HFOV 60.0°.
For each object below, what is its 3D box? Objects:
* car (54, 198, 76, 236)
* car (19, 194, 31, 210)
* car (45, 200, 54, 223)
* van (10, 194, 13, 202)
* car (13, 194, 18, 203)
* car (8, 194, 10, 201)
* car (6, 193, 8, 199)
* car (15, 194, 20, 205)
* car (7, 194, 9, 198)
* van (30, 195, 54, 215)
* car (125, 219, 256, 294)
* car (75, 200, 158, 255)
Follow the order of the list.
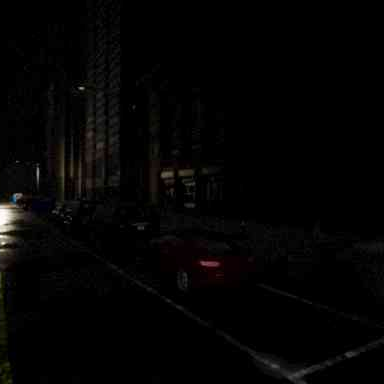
[{"bbox_3d":[-5.876,1.316,18.359,2.192,1.841,5.009,1,0,-31],"label":"car"},{"bbox_3d":[-20.308,1.269,42.406,2.192,1.841,5.009,1,0,-31],"label":"car"},{"bbox_3d":[-8.851,1.516,23.313,1.752,1.417,4.829,1,0,-31],"label":"car"},{"bbox_3d":[-34.740,1.252,66.453,1.690,1.788,3.998,1,0,-31],"label":"van"},{"bbox_3d":[-28.968,1.367,56.834,1.967,1.590,4.097,1,0,-31],"label":"car"},{"bbox_3d":[-37.628,1.447,71.262,1.887,1.381,4.507,1,0,-31],"label":"car"},{"bbox_3d":[-43.489,1.411,81.027,1.752,1.417,4.829,1,0,-31],"label":"car"},{"bbox_3d":[-26.083,1.481,52.024,1.887,1.381,4.507,1,0,-31],"label":"car"},{"bbox_3d":[-40.515,1.460,76.071,1.947,1.339,4.313,1,0,-31],"label":"car"},{"bbox_3d":[-14.535,1.313,32.787,1.690,1.788,3.998,1,0,-31],"label":"van"},{"bbox_3d":[-0.105,1.604,8.739,1.802,1.307,4.206,1,0,-31],"label":"car"},{"bbox_3d":[-2.989,1.326,13.549,2.192,1.841,5.009,1,0,-31],"label":"car"}]
